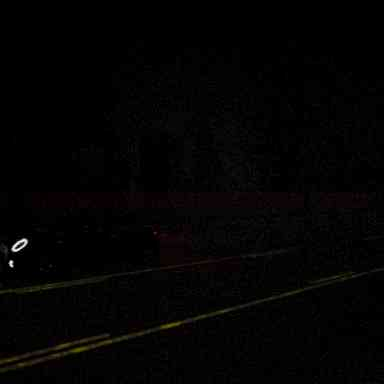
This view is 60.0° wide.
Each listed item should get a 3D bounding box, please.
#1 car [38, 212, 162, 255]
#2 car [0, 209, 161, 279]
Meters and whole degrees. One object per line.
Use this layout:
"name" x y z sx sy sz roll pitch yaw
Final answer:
"car" -3.801 1.621 14.172 4.718 1.301 1.895 0 0 -35
"car" -3.324 1.364 10.216 4.553 1.767 2.097 0 0 -35
